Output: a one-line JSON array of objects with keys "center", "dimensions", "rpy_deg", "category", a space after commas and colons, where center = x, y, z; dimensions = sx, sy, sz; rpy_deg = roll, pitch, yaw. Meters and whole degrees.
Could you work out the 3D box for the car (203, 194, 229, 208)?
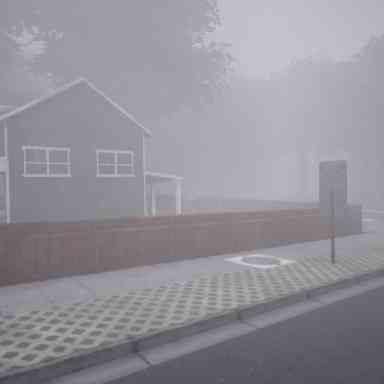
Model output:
[{"center": [2.896, 0.963, 37.701], "dimensions": [2.128, 1.511, 4.902], "rpy_deg": [-2, 2, -36], "category": "car"}]
